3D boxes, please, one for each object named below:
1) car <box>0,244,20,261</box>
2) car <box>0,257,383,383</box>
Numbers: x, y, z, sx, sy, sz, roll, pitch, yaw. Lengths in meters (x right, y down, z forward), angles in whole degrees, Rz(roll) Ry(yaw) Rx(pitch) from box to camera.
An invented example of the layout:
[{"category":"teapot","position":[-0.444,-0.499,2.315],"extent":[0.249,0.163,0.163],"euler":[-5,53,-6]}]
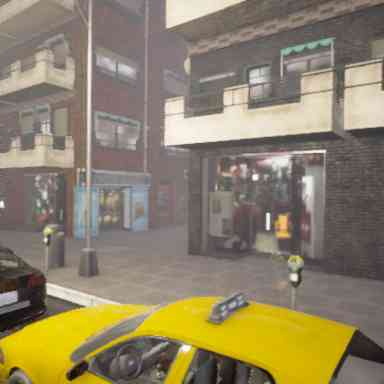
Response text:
[{"category":"car","position":[-4.345,1.560,5.959],"extent":[4.313,1.339,1.947],"euler":[0,1,35]},{"category":"car","position":[0.078,1.524,2.806],"extent":[4.829,1.417,1.752],"euler":[0,1,35]}]
